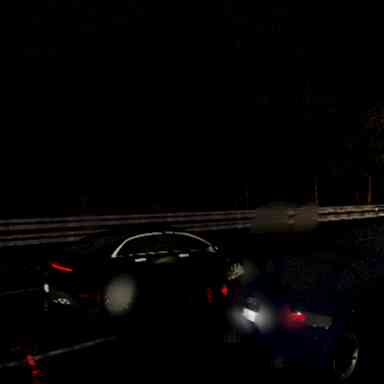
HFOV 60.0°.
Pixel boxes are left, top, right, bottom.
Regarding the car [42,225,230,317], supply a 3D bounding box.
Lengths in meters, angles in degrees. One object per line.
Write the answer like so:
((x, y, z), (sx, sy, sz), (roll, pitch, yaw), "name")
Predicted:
((-0.712, 1.520, 7.541), (4.892, 1.490, 1.837), (0, 0, -35), "car")

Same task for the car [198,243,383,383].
((2.416, 1.585, 5.474), (4.181, 1.385, 1.994), (0, 0, -35), "car")
